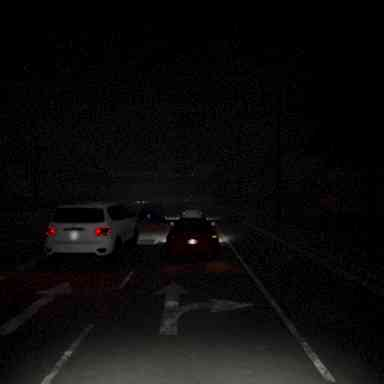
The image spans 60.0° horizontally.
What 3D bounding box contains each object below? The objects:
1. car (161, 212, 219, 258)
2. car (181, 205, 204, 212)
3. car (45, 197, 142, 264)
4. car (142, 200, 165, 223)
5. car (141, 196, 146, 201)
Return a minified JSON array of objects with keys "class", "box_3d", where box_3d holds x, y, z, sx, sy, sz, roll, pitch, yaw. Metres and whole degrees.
[{"class":"car","box_3d":[0.020,1.712,13.512,1.994,1.385,4.181,0,-1,0]},{"class":"car","box_3d":[0.021,1.839,28.873,1.812,1.442,4.674,0,0,0]},{"class":"car","box_3d":[-3.492,1.362,12.561,2.150,2.045,5.566,0,0,0]},{"class":"car","box_3d":[-3.477,1.794,29.221,1.882,1.535,5.008,0,0,0]},{"class":"car","box_3d":[-14.003,2.030,93.623,1.837,1.490,4.892,0,0,0]}]
